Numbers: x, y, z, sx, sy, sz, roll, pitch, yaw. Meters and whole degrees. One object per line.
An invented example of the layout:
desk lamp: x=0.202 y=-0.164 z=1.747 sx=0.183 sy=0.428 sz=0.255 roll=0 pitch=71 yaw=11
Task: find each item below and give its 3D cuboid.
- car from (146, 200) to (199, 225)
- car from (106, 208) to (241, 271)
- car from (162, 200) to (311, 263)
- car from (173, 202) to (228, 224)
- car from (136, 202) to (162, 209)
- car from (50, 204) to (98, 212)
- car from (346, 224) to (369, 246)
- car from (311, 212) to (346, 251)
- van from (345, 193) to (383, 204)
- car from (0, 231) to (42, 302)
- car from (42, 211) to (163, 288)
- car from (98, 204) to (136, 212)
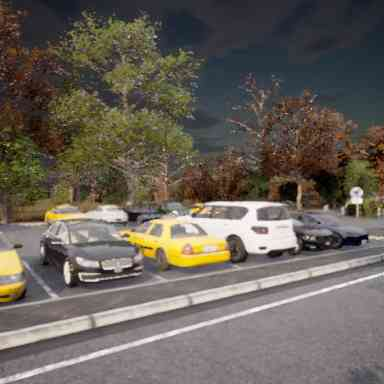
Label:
car: x=-1.673 y=1.565 z=26.828 sx=2.185 sy=1.767 sz=4.553 roll=1 pitch=0 yaw=-35
car: x=-0.954 y=1.591 z=11.535 sx=1.946 sy=1.575 sz=5.366 roll=1 pitch=0 yaw=-35
car: x=1.410 y=1.377 z=13.005 sx=2.435 sy=2.045 sz=5.566 roll=1 pitch=0 yaw=-35
car: x=0.614 y=1.724 z=28.391 sx=2.097 sy=1.535 sz=5.008 roll=1 pitch=0 yaw=-35
car: x=-3.804 y=1.687 z=25.257 sx=2.163 sy=1.488 sz=4.792 roll=1 pitch=0 yaw=-35
car: x=-8.247 y=1.587 z=21.944 sx=1.946 sy=1.575 sz=5.366 roll=1 pitch=0 yaw=-35
car: x=5.982 y=1.726 z=16.148 sx=2.163 sy=1.488 sz=4.792 roll=1 pitch=0 yaw=-35
car: x=3.692 y=1.662 z=14.580 sx=2.097 sy=1.535 sz=5.008 roll=1 pitch=0 yaw=-35
van: x=22.702 y=1.047 z=44.089 sx=1.878 sy=1.987 sz=4.442 roll=0 pitch=1 yaw=-35
car: x=-5.283 y=1.523 z=8.039 sx=1.946 sy=1.575 sz=5.366 roll=1 pitch=0 yaw=-35
car: x=-3.123 y=1.562 z=9.792 sx=2.231 sy=1.521 sz=4.892 roll=1 pitch=0 yaw=-35
car: x=-6.086 y=1.664 z=23.686 sx=2.002 sy=1.452 sz=4.674 roll=1 pitch=0 yaw=-35
